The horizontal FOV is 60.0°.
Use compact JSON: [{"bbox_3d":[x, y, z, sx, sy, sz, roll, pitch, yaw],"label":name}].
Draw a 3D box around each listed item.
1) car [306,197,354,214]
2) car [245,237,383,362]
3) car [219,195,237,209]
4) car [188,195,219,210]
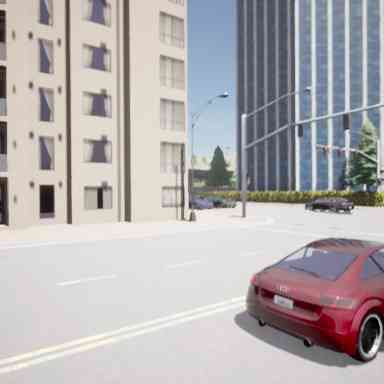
[{"bbox_3d":[13.271,1.240,32.367,2.128,1.511,4.902,0,0,-27],"label":"car"},{"bbox_3d":[2.945,1.515,5.880,4.181,1.385,1.994,-1,0,-35],"label":"car"},{"bbox_3d":[3.426,1.128,40.717,2.097,1.767,4.553,-1,0,-35],"label":"car"},{"bbox_3d":[0.548,1.158,38.724,2.097,1.767,4.553,-1,0,-35],"label":"car"}]
